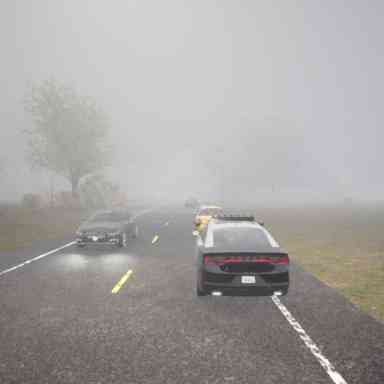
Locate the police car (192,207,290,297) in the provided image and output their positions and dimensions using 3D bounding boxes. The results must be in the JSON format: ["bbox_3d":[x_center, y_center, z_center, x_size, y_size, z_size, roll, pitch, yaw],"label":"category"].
[{"bbox_3d":[1.048,1.423,8.763,1.930,1.638,5.238,0,0,0],"label":"police car"}]

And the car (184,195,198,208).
[{"bbox_3d":[0.021,1.522,46.613,1.994,1.385,4.181,0,0,1],"label":"car"}]

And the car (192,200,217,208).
[{"bbox_3d":[1.045,1.449,18.843,1.801,1.575,5.366,0,0,0],"label":"car"}]

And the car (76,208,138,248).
[{"bbox_3d":[-3.604,1.501,14.799,1.837,1.490,4.892,0,0,0],"label":"car"}]

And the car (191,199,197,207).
[{"bbox_3d":[1.044,1.515,24.654,1.812,1.442,4.674,0,0,0],"label":"car"}]
